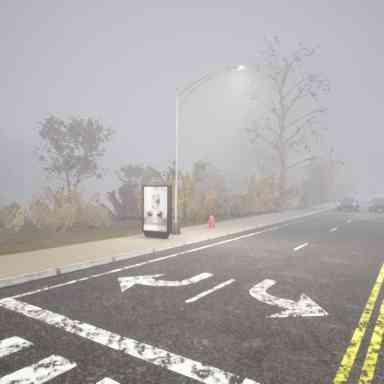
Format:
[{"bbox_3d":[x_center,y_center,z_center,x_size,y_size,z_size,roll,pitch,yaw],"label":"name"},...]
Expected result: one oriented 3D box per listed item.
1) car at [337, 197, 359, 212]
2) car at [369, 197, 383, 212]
[{"bbox_3d":[18.708,1.390,39.731,2.097,1.767,4.553,0,0,30],"label":"car"},{"bbox_3d":[21.509,1.393,38.084,2.097,1.767,4.553,0,0,30],"label":"car"}]
